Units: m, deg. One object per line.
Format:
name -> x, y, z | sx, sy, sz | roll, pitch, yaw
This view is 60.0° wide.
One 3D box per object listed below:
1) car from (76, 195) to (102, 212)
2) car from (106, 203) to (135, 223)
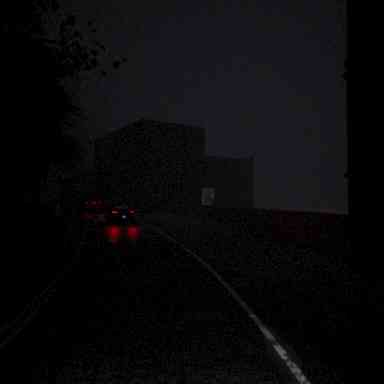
car -> -12.822, 1.399, 41.337 | 2.150, 2.045, 5.566 | 0, 0, -30
car -> -5.645, 1.604, 26.036 | 1.812, 1.442, 4.674 | 0, 0, -20
